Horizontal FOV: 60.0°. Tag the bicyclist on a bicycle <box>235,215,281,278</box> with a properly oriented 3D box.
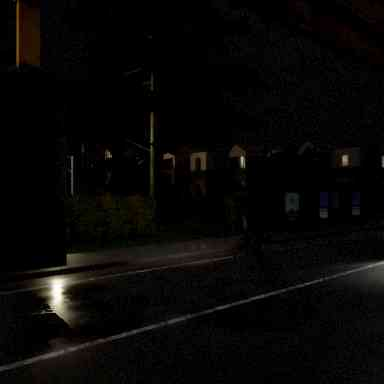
[{"bbox_3d":[1.734,1.455,9.049,0.582,1.620,1.656,0,-2,-37],"label":"bicyclist on a bicycle"}]
